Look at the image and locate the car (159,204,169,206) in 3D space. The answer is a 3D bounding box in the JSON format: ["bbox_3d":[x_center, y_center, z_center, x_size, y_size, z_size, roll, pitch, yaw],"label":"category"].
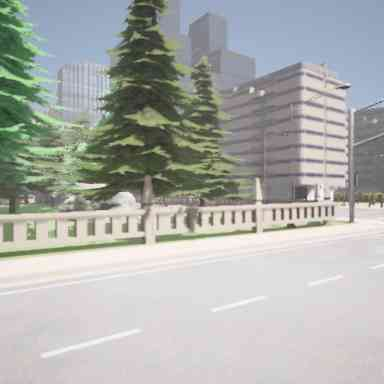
[{"bbox_3d":[-5.520,1.542,56.884,2.033,1.411,5.357,0,0,-35],"label":"car"}]

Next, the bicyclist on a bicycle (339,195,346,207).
[{"bbox_3d":[20.503,1.294,45.214,1.656,1.620,0.582,0,0,-35],"label":"bicyclist on a bicycle"}]
